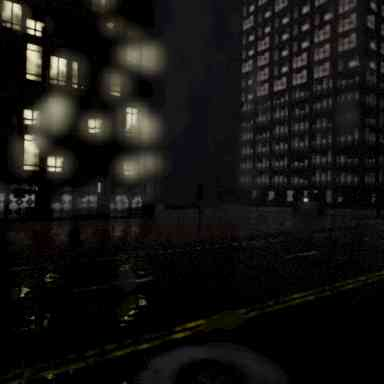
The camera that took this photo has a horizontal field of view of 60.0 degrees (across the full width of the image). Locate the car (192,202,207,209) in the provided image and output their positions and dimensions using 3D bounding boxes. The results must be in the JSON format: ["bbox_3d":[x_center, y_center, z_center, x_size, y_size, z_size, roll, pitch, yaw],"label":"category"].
[{"bbox_3d":[1.000,2.396,59.539,1.947,1.339,4.313,1,-1,-36],"label":"car"}]

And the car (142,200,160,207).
[{"bbox_3d":[-9.004,2.559,73.194,1.947,1.339,4.313,1,-1,-36],"label":"car"}]

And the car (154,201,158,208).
[{"bbox_3d":[-8.560,2.244,62.970,1.882,1.535,5.008,2,-2,-36],"label":"car"}]

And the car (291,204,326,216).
[{"bbox_3d":[14.441,2.163,41.411,2.008,1.369,4.403,1,-1,-36],"label":"car"}]

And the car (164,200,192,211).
[{"bbox_3d":[-2.430,2.000,50.047,1.967,1.590,4.097,1,-1,-36],"label":"car"}]
